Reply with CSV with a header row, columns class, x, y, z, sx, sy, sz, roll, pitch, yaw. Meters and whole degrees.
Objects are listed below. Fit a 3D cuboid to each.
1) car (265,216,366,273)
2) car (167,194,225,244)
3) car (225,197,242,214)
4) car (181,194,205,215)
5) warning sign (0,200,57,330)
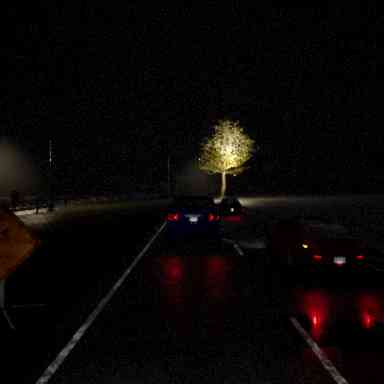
class,x,y,z,sx,sy,sz,roll,pitch,yaw
car,3.567,1.453,10.315,1.812,1.442,4.674,0,1,0
car,0.071,1.115,15.262,2.150,2.045,5.566,0,0,0
car,3.560,1.284,31.675,1.837,1.490,4.892,0,1,0
car,0.059,1.132,31.419,2.097,1.767,4.553,0,0,0
warning sign,-3.053,1.077,5.364,1.300,1.860,1.060,0,0,0
